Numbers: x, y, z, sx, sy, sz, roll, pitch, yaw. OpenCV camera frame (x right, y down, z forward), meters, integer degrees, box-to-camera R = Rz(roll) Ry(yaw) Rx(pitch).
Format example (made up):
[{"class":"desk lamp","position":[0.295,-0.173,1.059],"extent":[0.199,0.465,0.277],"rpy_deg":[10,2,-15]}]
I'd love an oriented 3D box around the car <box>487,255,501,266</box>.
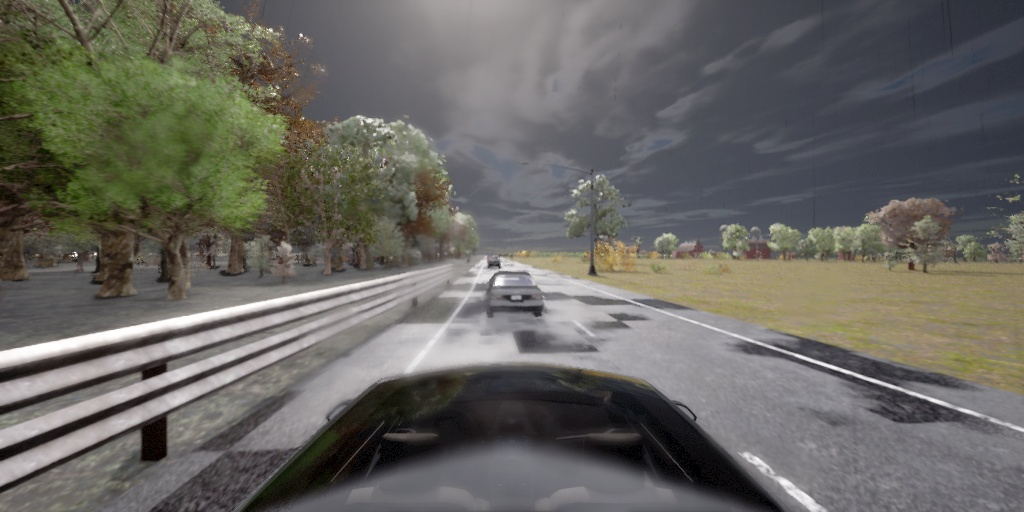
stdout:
[{"class":"car","position":[-2.641,1.033,53.213],"extent":[1.837,1.490,4.892],"rpy_deg":[0,0,-4]}]

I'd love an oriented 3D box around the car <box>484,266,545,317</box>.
[{"class":"car","position":[-0.016,1.251,12.949],"extent":[2.033,1.411,5.357],"rpy_deg":[0,0,-4]}]
